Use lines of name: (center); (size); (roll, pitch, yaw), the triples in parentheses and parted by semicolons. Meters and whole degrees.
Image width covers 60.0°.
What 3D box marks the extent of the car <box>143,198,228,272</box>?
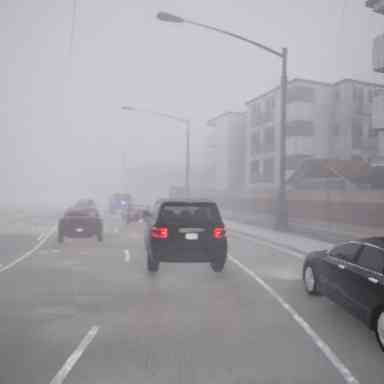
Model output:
car: (-0.409, 1.225, 10.968); (2.150, 2.045, 5.566); (1, -1, -9)

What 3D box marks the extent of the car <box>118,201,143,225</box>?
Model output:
car: (-3.954, 1.564, 23.879); (1.895, 1.301, 4.718); (1, 0, -17)

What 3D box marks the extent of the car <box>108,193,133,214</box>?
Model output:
car: (-7.405, 1.140, 34.535); (2.150, 2.045, 5.566); (1, 0, -18)

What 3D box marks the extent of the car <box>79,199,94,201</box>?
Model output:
car: (-9.545, 1.379, 30.070); (1.837, 1.490, 4.892); (1, 0, -18)

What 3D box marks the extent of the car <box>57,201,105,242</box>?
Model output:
car: (-5.265, 1.408, 16.036); (1.882, 1.535, 5.008); (1, 0, -16)

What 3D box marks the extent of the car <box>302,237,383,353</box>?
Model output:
car: (3.577, 1.574, 6.013); (1.837, 1.490, 4.892); (1, 0, -2)
